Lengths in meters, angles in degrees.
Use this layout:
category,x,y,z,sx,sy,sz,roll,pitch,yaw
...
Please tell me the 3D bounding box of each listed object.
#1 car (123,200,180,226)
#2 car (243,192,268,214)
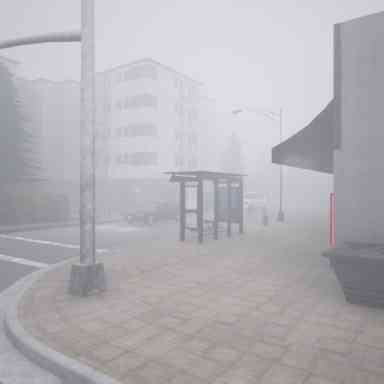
category,x,y,z,sx,sy,sz,roll,pitch,yaw
car,-2.399,1.328,22.225,1.837,1.490,4.892,0,0,36
car,5.737,1.047,33.542,2.150,2.045,5.566,0,0,36
